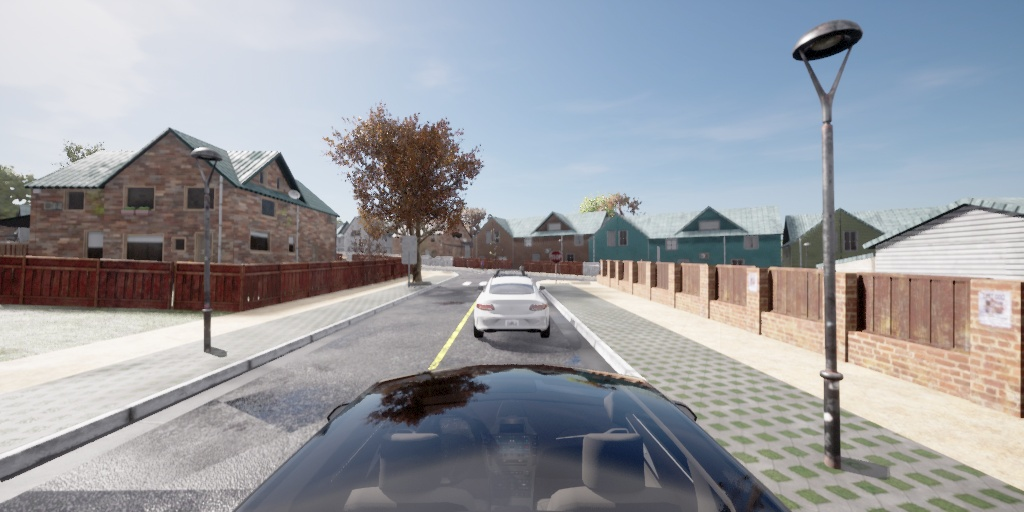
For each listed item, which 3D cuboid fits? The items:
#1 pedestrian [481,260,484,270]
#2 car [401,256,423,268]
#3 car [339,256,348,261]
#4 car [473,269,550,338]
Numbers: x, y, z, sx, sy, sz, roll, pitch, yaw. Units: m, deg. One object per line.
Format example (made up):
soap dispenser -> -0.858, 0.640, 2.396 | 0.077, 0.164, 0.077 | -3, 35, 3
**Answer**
pedestrian -> -3.619, 1.074, 44.082 | 0.375, 1.300, 0.375 | -1, -5, 31
car -> -12.862, 0.745, 42.861 | 5.008, 1.535, 1.882 | 2, 0, 31
car -> -25.163, 0.270, 50.390 | 5.008, 1.535, 1.882 | 2, 0, 31
car -> -0.014, 1.271, 10.018 | 1.812, 1.442, 4.674 | 0, 0, 0
